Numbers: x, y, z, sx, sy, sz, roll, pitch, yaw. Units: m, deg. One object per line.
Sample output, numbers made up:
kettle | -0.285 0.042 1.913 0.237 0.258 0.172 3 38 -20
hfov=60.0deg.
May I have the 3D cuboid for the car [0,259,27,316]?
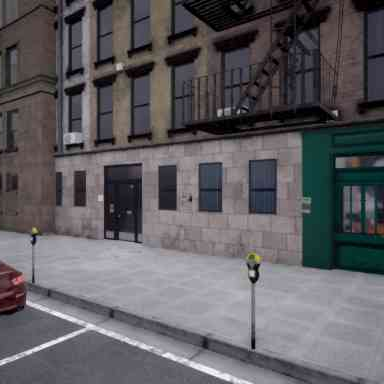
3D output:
car | -4.710 1.582 6.204 4.206 1.307 1.802 0 0 36
